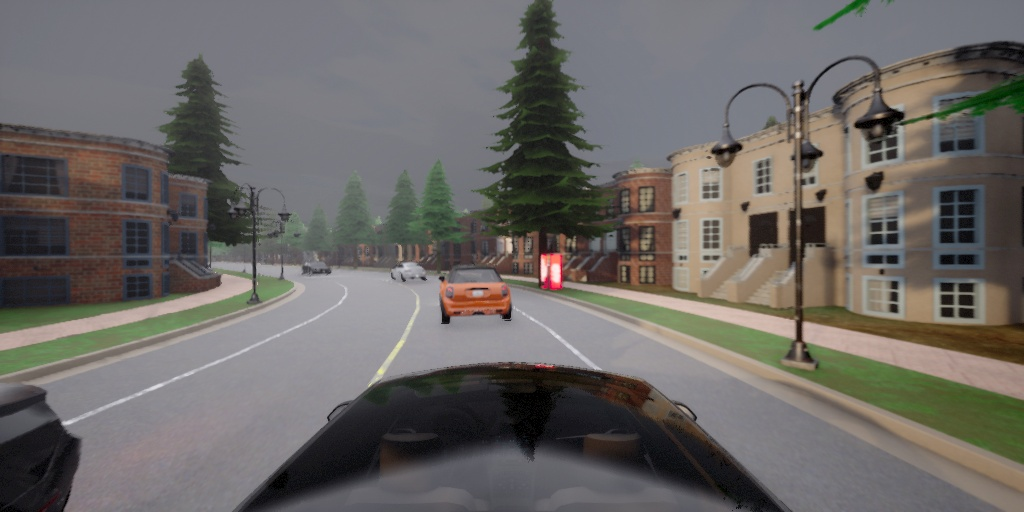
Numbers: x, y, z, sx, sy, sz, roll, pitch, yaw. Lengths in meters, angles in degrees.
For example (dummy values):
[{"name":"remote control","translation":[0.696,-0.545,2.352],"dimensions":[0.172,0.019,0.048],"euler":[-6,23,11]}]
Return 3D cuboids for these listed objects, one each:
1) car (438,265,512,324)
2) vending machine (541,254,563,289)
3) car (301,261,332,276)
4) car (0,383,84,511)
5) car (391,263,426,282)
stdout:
[{"name":"car","translation":[-1.396,1.074,12.249],"dimensions":[2.097,1.767,4.553],"euler":[-1,0,-12]},{"name":"vending machine","translation":[2.195,0.859,19.713],"dimensions":[1.100,2.100,0.880],"euler":[0,0,-20]},{"name":"car","translation":[-20.462,1.290,37.447],"dimensions":[1.837,1.490,4.892],"euler":[-1,0,-45]},{"name":"car","translation":[-3.726,1.292,0.231],"dimensions":[1.837,1.490,4.892],"euler":[0,0,0]},{"name":"car","translation":[-8.255,1.243,28.550],"dimensions":[1.812,1.442,4.674],"euler":[0,0,-32]}]
